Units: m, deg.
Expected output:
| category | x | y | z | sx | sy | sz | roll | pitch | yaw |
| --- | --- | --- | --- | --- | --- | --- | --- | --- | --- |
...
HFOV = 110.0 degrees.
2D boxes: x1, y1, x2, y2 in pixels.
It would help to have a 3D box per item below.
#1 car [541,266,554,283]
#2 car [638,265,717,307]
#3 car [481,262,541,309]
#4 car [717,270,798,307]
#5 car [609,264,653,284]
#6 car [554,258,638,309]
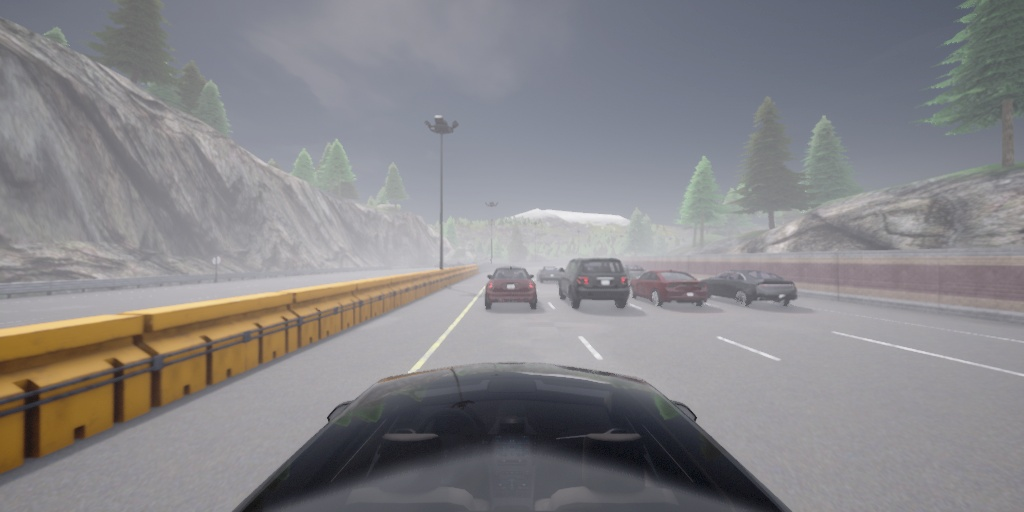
| category | x | y | z | sx | sy | sz | roll | pitch | yaw |
| --- | --- | --- | --- | --- | --- | --- | --- | --- | --- |
| car | 3.251 | 1.590 | 31.254 | 1.994 | 1.385 | 4.181 | 0 | 0 | 0 |
| car | 6.934 | 1.365 | 16.470 | 1.882 | 1.535 | 5.008 | 0 | 0 | -1 |
| car | -0.064 | 1.233 | 15.995 | 2.097 | 1.767 | 4.553 | 0 | -1 | -1 |
| car | 10.434 | 1.379 | 16.340 | 2.128 | 1.511 | 4.902 | 0 | 0 | -1 |
| car | 10.251 | 1.519 | 31.336 | 2.128 | 1.511 | 4.902 | 0 | 0 | -1 |
| car | 3.436 | 1.100 | 15.977 | 2.150 | 2.045 | 5.566 | 0 | 0 | -1 |
